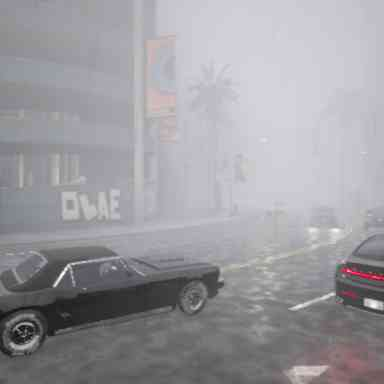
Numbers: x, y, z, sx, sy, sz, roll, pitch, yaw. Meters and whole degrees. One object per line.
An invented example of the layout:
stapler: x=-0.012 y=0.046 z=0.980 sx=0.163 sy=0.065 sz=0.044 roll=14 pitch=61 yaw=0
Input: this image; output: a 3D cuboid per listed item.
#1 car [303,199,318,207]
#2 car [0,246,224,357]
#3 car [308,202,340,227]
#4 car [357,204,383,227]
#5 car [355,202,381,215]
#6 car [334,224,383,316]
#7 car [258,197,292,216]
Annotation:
car: x=23.333 y=2.205 z=65.273 sx=2.231 sy=1.521 sz=4.892 roll=0 pitch=-1 yaw=0
car: x=-1.718 y=1.686 z=6.156 sx=4.718 sy=1.301 sz=1.895 roll=0 pitch=-1 yaw=-33
car: x=10.329 y=1.829 z=25.988 sx=1.837 sy=1.490 sz=4.892 roll=0 pitch=-1 yaw=22
car: x=12.552 y=1.784 z=22.498 sx=2.033 sy=1.411 sz=5.357 roll=0 pitch=-1 yaw=26
car: x=19.666 y=1.861 z=36.520 sx=1.882 sy=1.535 sz=5.008 roll=0 pitch=-1 yaw=6
car: x=4.803 y=1.578 z=6.979 sx=4.892 sy=1.490 sz=1.837 roll=0 pitch=0 yaw=-40
car: x=7.093 y=1.407 z=27.331 sx=1.882 sy=1.535 sz=5.008 roll=0 pitch=-1 yaw=22
